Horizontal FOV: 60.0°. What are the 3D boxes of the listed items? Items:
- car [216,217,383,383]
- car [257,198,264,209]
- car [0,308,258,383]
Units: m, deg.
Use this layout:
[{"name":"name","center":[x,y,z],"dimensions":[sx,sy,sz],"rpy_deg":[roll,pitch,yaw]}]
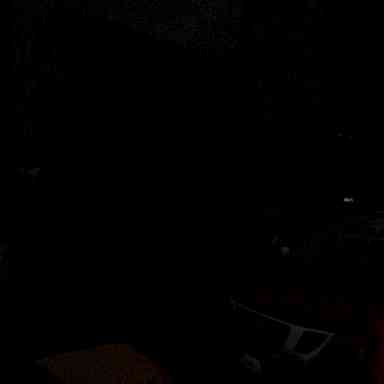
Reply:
[{"name":"car","center":[2.612,1.345,4.671],"dimensions":[5.009,1.841,2.192],"rpy_deg":[0,0,-36]},{"name":"car","center":[6.416,1.041,41.560],"dimensions":[2.150,2.045,5.566],"rpy_deg":[1,0,-35]},{"name":"car","center":[-2.096,1.519,1.310],"dimensions":[4.829,1.417,1.752],"rpy_deg":[0,0,-36]}]
